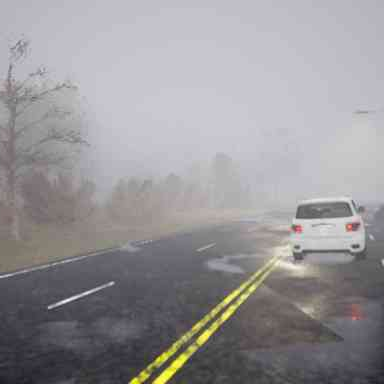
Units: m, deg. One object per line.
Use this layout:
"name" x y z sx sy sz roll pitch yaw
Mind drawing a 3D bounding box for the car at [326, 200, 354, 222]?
"car" 12.373 1.513 27.681 1.882 1.535 5.008 -5 -2 26

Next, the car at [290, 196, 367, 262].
"car" 4.982 1.204 12.074 2.150 2.045 5.566 -5 -2 26

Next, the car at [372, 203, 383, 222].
"car" 14.987 1.558 25.421 1.994 1.385 4.181 1 1 26

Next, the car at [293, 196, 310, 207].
"car" 18.399 1.571 55.633 2.097 1.767 4.553 -1 0 26

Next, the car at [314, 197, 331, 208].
"car" 21.277 1.679 54.117 2.128 1.511 4.902 -1 0 26
